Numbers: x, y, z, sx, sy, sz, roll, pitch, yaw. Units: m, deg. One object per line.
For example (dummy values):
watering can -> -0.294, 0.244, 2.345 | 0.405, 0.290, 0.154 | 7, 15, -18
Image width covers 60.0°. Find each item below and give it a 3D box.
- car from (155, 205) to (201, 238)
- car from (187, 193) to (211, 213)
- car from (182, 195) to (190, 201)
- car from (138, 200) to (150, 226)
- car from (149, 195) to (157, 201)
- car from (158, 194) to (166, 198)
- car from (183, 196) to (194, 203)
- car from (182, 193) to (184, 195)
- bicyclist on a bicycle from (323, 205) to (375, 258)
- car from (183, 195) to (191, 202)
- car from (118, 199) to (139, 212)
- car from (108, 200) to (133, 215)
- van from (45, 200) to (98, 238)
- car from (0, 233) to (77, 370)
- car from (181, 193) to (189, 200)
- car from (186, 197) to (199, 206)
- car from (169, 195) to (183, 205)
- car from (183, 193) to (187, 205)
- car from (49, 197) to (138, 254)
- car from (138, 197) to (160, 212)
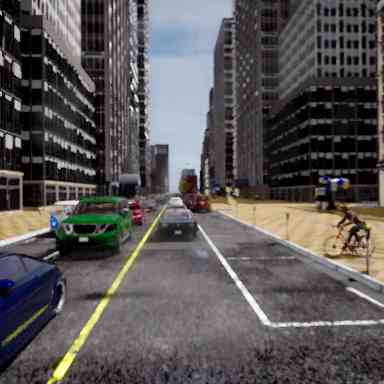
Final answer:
car -> -0.754, 1.588, 17.659 | 1.895, 1.301, 4.718 | -1, 0, -3
car -> 0.903, 1.264, 35.741 | 2.192, 1.841, 5.009 | 0, 0, -3
car -> -1.677, 1.474, 85.528 | 1.947, 1.339, 4.313 | 0, 0, -3
car -> -4.273, 1.540, 23.861 | 1.812, 1.442, 4.674 | -1, 0, -3
car -> -10.045, 1.573, 85.094 | 1.802, 1.307, 4.206 | 0, 0, -3
car -> -7.035, 1.109, 78.823 | 1.812, 1.442, 4.674 | -1, 0, -3
car -> -0.816, 1.473, 68.933 | 2.008, 1.369, 4.403 | 0, 0, -3
car -> -0.244, 1.246, 57.869 | 2.192, 1.841, 5.009 | 0, 0, -3
bicyclist on a bicycle -> 4.893, 1.239, 10.347 | 1.656, 1.620, 0.582 | 0, 0, -3
car -> -1.112, 1.443, 74.635 | 1.752, 1.417, 4.829 | 0, 0, -3
car -> -7.752, 1.579, 40.838 | 2.008, 1.369, 4.403 | 0, 0, -3
car -> -7.465, 1.598, 35.307 | 1.947, 1.339, 4.313 | 0, 0, -3
van -> -6.606, 1.385, 18.711 | 1.690, 1.788, 3.998 | 0, 0, -3
car -> -3.287, 1.591, 4.663 | 1.994, 1.385, 4.181 | -1, 0, -3
car -> -1.965, 1.218, 91.060 | 2.192, 1.841, 5.009 | 0, 0, -3
car -> 0.044, 1.502, 52.338 | 1.947, 1.339, 4.313 | 0, 0, -3
car -> -2.288, 1.491, 47.205 | 1.812, 1.442, 4.674 | -1, 0, -3
car -> 0.329, 1.255, 46.805 | 2.192, 1.841, 5.009 | 0, 0, -3
car -> -3.767, 1.243, 13.878 | 2.150, 2.045, 5.566 | -1, 0, -3
car -> -4.969, 1.616, 39.075 | 2.033, 1.411, 5.357 | -1, 0, -3
